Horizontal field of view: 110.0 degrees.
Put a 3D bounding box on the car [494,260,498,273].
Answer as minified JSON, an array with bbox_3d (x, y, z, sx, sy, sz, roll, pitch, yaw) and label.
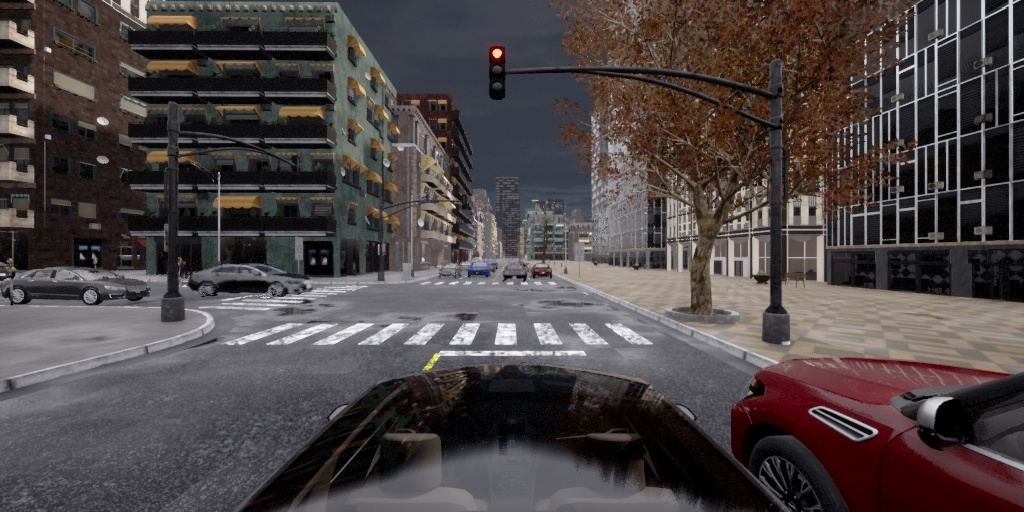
[{"bbox_3d":[-3.095,1.337,44.329,1.994,1.385,4.181,0,0,0],"label":"car"}]

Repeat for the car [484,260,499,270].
[{"bbox_3d":[-3.090,1.333,54.693,2.033,1.411,5.357,0,0,0],"label":"car"}]

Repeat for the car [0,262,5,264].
[{"bbox_3d":[-33.191,0.869,21.835,4.403,1.370,2.007,0,0,-1],"label":"car"}]

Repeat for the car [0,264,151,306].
[{"bbox_3d":[-16.436,1.091,13.626,4.403,1.370,2.007,0,0,-1],"label":"car"}]

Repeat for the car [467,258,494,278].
[{"bbox_3d":[-3.097,1.241,34.332,1.882,1.535,5.008,0,0,0],"label":"car"}]

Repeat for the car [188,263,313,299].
[{"bbox_3d":[-11.919,1.109,16.539,4.902,1.511,2.128,1,0,-4],"label":"car"}]

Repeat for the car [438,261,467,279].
[{"bbox_3d":[-5.694,1.312,33.044,2.007,1.370,4.403,0,0,0],"label":"car"}]

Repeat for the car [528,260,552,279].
[{"bbox_3d":[2.686,1.307,33.045,1.888,1.381,4.507,0,0,0],"label":"car"}]

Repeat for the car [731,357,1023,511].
[{"bbox_3d":[2.692,1.065,0.658,2.192,1.841,5.009,0,0,0],"label":"car"}]

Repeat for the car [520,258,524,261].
[{"bbox_3d":[2.682,1.375,60.708,1.802,1.307,4.207,0,0,0],"label":"car"}]

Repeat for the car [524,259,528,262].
[{"bbox_3d":[2.685,1.298,44.280,1.751,1.417,4.829,0,0,0],"label":"car"}]

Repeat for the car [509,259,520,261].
[{"bbox_3d":[0.090,1.396,62.546,1.895,1.301,4.718,0,0,0],"label":"car"}]

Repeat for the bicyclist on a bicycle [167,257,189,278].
[{"bbox_3d":[-23.172,0.761,24.886,0.582,1.620,1.656,1,0,-1],"label":"bicyclist on a bicycle"}]

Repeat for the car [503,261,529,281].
[{"bbox_3d":[0.217,1.361,30.110,1.895,1.301,4.718,0,0,1],"label":"car"}]
